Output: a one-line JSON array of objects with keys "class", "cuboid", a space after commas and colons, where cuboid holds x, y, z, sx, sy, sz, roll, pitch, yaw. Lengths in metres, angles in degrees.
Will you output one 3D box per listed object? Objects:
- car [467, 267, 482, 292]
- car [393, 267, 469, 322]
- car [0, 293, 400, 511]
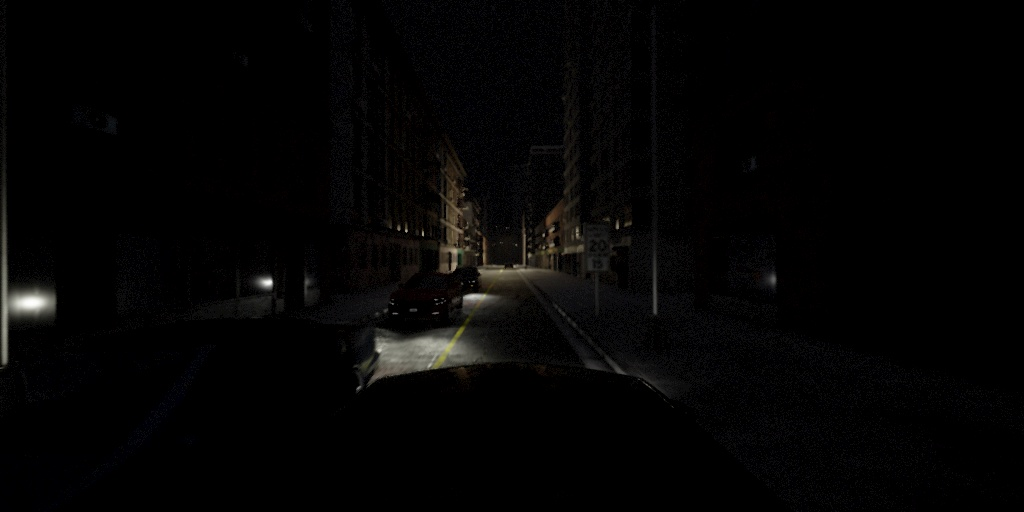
[{"class": "car", "cuboid": [-2.999, 1.479, 23.511, 1.837, 1.490, 4.892, 0, -1, 0]}, {"class": "car", "cuboid": [-2.924, 1.348, 13.095, 1.882, 1.535, 5.008, 0, -1, 0]}, {"class": "car", "cuboid": [-2.843, 1.322, 3.091, 2.033, 1.411, 5.357, 0, -1, 0]}]
